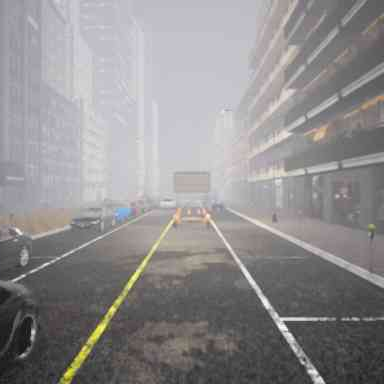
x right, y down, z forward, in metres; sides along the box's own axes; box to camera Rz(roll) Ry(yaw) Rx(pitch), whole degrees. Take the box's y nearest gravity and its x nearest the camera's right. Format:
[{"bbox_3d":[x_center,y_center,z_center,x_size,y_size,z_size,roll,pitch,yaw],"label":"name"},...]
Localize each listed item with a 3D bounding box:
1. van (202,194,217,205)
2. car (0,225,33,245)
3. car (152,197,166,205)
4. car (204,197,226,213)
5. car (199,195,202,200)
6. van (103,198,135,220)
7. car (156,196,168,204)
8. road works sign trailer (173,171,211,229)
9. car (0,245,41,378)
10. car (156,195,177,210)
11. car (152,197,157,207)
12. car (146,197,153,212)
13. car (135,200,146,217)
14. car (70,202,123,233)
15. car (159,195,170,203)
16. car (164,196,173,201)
[{"bbox_3d":[2.678,1.315,47.124,1.690,1.788,3.998,0,0,0],"label":"van"},{"bbox_3d":[-5.695,1.543,8.463,2.008,1.369,4.403,0,0,0],"label":"car"},{"bbox_3d":[-5.704,1.527,58.168,2.008,1.369,4.403,0,0,0],"label":"car"},{"bbox_3d":[2.681,1.526,36.078,2.008,1.369,4.403,0,0,0],"label":"car"},{"bbox_3d":[2.677,1.521,58.169,1.887,1.381,4.507,0,0,0],"label":"car"},{"bbox_3d":[-5.699,1.322,25.031,1.690,1.788,3.998,0,0,0],"label":"van"},{"bbox_3d":[-5.705,1.528,63.691,2.008,1.369,4.403,0,0,0],"label":"car"},{"bbox_3d":[-0.005,0.448,21.407,2.380,3.560,2.880,0,0,0],"label":"road works sign trailer"},{"bbox_3d":[-3.106,1.559,2.992,1.994,1.385,4.181,0,0,0],"label":"car"},{"bbox_3d":[-3.096,1.500,42.559,1.812,1.442,4.674,0,0,0],"label":"car"},{"bbox_3d":[-5.703,1.414,47.123,1.967,1.590,4.097,0,0,0],"label":"car"},{"bbox_3d":[-5.700,1.541,36.077,1.947,1.339,4.313,0,0,0],"label":"car"},{"bbox_3d":[-5.699,1.522,30.554,1.887,1.381,4.507,0,0,0],"label":"car"},{"bbox_3d":[-5.697,1.535,19.509,2.008,1.369,4.403,0,0,0],"label":"car"},{"bbox_3d":[-5.707,1.420,69.215,1.967,1.590,4.097,0,0,0],"label":"car"},{"bbox_3d":[-5.708,1.550,80.260,1.947,1.339,4.313,0,0,0],"label":"car"}]
